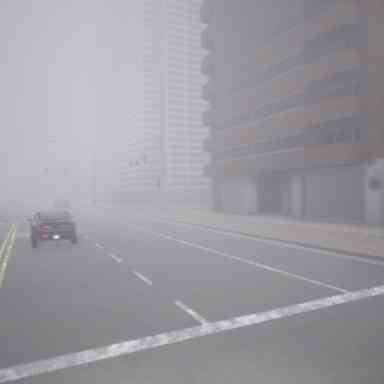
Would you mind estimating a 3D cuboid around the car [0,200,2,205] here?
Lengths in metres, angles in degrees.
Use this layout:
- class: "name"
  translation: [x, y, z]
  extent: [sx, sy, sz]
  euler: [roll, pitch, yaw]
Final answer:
- class: "car"
  translation: [-42.221, 2.211, 71.615]
  extent: [1.994, 1.385, 4.181]
  euler: [-1, 0, -26]

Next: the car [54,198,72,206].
- class: "car"
  translation: [-18.615, 1.606, 47.835]
  extent: [2.097, 1.767, 4.553]
  euler: [-1, 0, -26]

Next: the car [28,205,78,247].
- class: "car"
  translation: [-6.641, 1.606, 15.835]
  extent: [1.837, 1.490, 4.892]
  euler: [-1, 0, -26]

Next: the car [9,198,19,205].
- class: "car"
  translation: [-39.086, 2.132, 73.170]
  extent: [2.033, 1.411, 5.357]
  euler: [-1, 0, -26]
